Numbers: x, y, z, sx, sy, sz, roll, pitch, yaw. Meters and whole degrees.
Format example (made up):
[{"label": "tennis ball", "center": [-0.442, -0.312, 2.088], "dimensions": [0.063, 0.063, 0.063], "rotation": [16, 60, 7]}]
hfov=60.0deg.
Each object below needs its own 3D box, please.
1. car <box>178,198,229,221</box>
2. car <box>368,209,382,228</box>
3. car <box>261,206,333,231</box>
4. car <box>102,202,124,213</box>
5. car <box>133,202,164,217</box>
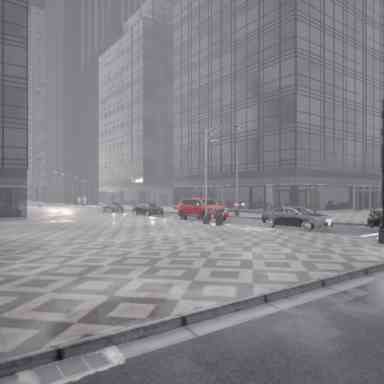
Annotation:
[{"label": "car", "center": [0.884, 1.568, 30.059], "dimensions": [2.150, 2.045, 5.566], "rotation": [0, -1, -37]}, {"label": "car", "center": [13.069, 1.313, 18.827], "dimensions": [5.566, 2.045, 2.150], "rotation": [-1, 1, 30]}, {"label": "car", "center": [6.793, 1.683, 21.924], "dimensions": [2.128, 1.511, 4.902], "rotation": [0, -1, -36]}, {"label": "car", "center": [-11.172, 2.170, 46.778], "dimensions": [1.837, 1.490, 4.892], "rotation": [0, -1, -35]}, {"label": "car", "center": [-5.087, 1.980, 38.311], "dimensions": [1.882, 1.535, 5.008], "rotation": [0, -1, -36]}]
